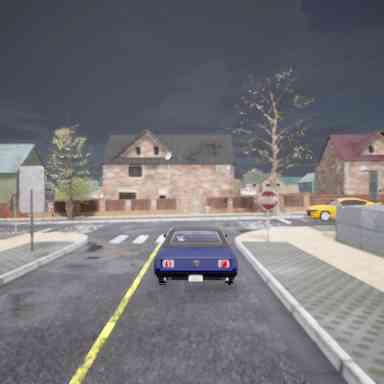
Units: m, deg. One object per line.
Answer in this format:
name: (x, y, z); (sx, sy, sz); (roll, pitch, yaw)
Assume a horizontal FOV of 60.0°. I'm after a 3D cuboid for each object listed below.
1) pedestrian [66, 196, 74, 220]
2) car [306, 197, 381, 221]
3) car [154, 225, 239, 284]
pedestrian: (-9.647, 1.252, 26.197); (0.375, 1.860, 0.375); (0, 2, 0)
car: (10.561, 1.156, 23.317); (5.008, 1.535, 1.882); (-1, 1, 0)
car: (0.107, 1.598, 9.494); (1.895, 1.301, 4.718); (0, 0, 0)
